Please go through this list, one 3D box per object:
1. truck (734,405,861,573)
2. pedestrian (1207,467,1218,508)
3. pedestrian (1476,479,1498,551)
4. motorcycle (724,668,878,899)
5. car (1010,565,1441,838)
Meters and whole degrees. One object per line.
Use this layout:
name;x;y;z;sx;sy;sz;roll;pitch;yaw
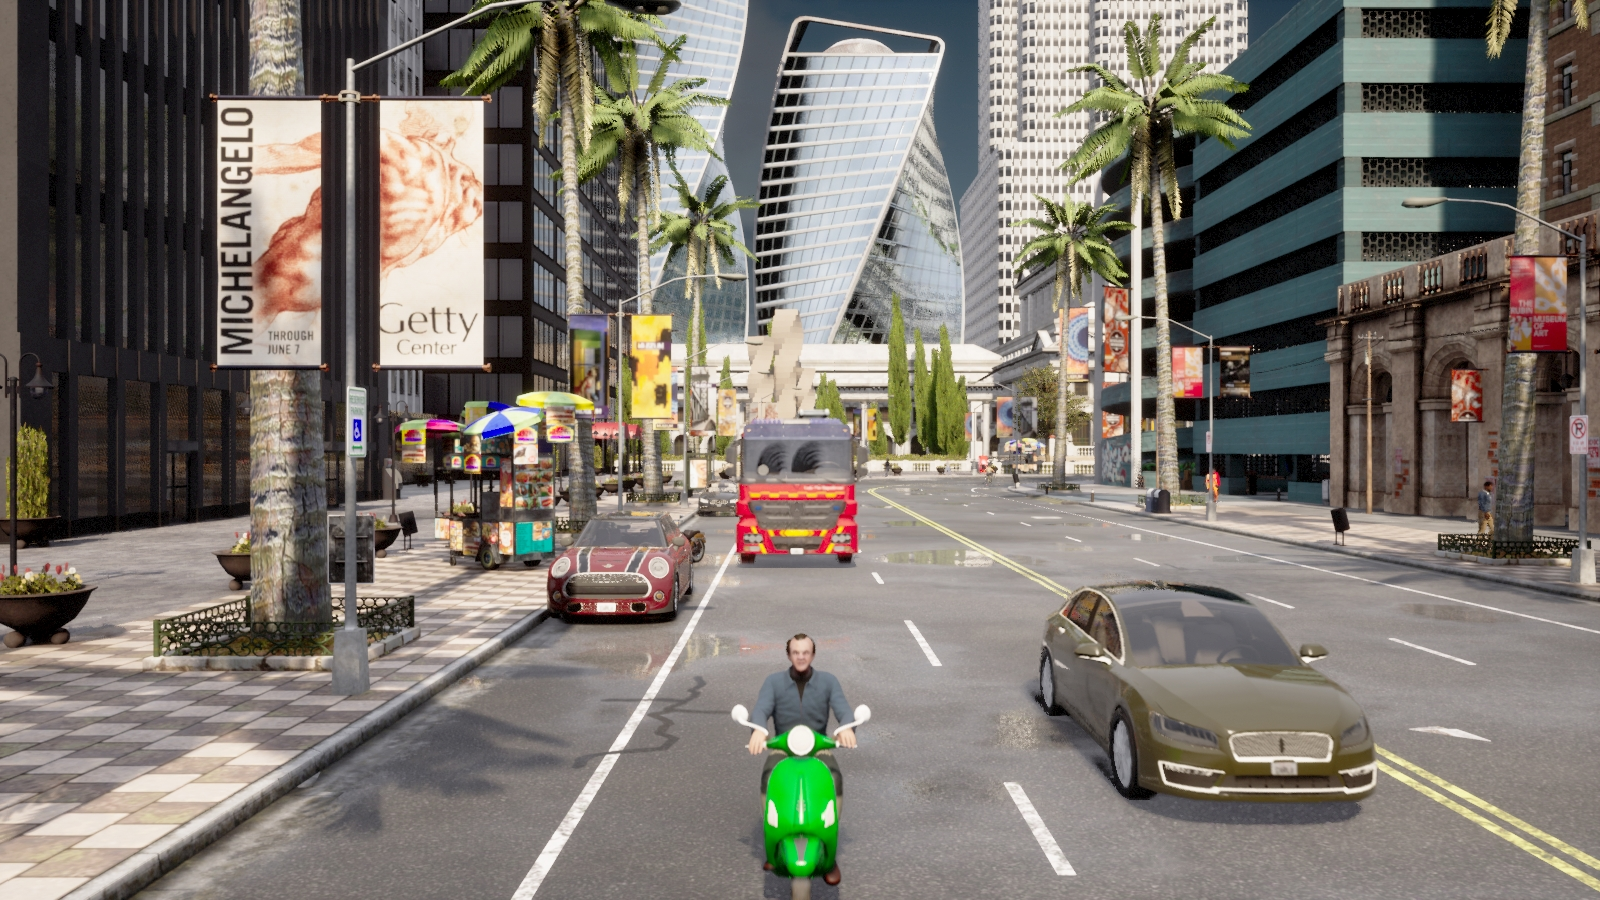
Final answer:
truck;-0.093;0.890;30.214;2.891;3.827;8.468;0;0;0
pedestrian;18.903;1.696;52.371;0.375;1.860;0.375;0;0;-2
pedestrian;17.983;1.696;29.901;0.375;1.860;0.375;0;0;-33
motorcycle;0.007;2.182;7.284;0.856;1.236;1.805;0;0;0
car;3.518;2.062;10.690;2.231;1.480;4.892;0;0;0
